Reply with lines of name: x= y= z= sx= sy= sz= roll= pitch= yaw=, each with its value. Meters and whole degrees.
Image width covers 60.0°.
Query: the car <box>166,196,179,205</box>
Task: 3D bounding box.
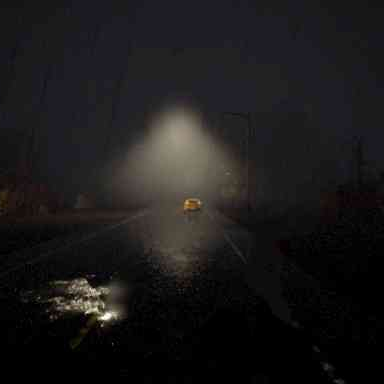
car: x=-3.499 y=1.491 z=60.792 sx=2.097 sy=1.767 sz=4.553 roll=0 pitch=0 yaw=1

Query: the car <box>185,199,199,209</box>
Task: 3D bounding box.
car: x=0.023 y=1.673 z=47.995 sx=1.994 sy=1.385 sz=4.181 roll=0 pitch=0 yaw=0

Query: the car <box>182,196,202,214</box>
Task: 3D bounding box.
car: x=0.113 y=1.562 z=37.206 sx=1.882 sy=1.535 sz=5.008 roll=0 pitch=0 yaw=0
